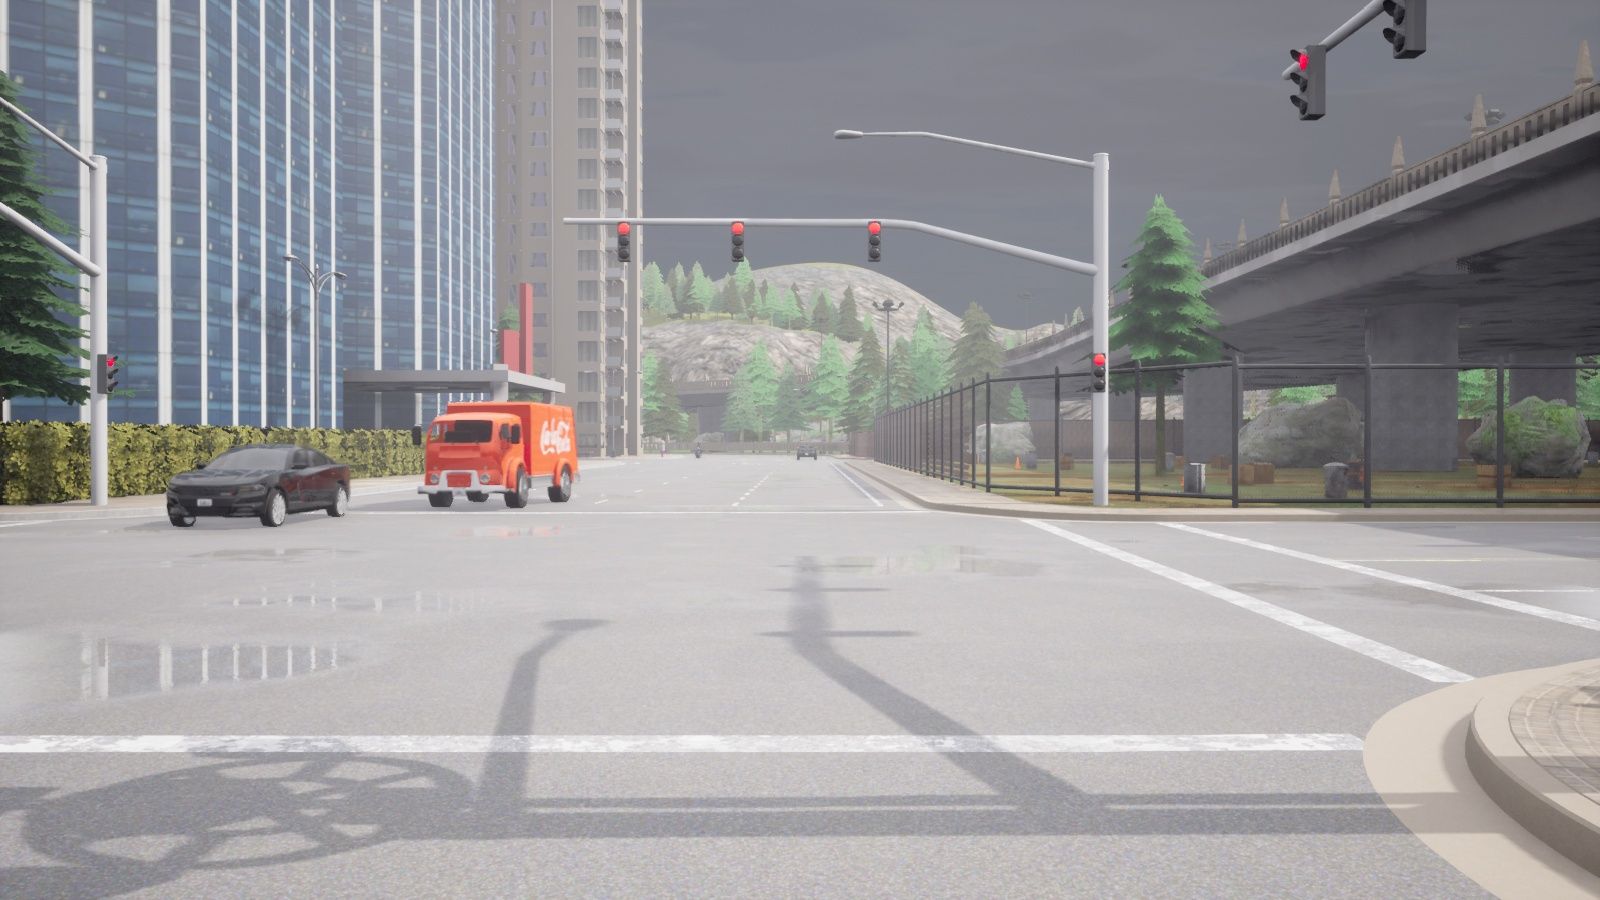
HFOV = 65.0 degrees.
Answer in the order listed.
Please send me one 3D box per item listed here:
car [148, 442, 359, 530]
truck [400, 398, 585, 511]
[{"bbox_3d":[-10.357,0.613,24.271,1.882,1.535,5.008,0,0,0],"label":"car"},{"bbox_3d":[-7.202,0.085,30.149,2.627,2.467,5.204,0,0,7],"label":"truck"}]
